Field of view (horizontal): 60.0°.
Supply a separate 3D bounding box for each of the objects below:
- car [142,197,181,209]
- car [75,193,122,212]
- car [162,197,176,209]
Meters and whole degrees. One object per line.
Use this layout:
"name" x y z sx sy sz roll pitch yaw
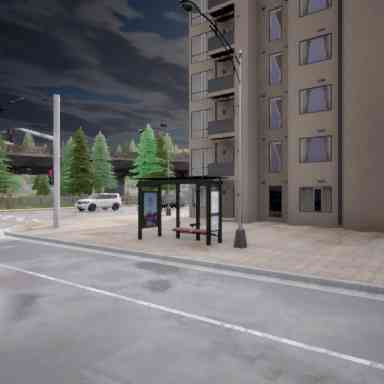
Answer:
"car" -4.179 1.492 46.430 2.033 1.411 5.357 0 0 44
"car" -10.685 1.166 38.467 2.150 2.045 5.566 0 0 37
"car" -2.415 1.436 42.982 2.128 1.511 4.902 0 0 41
